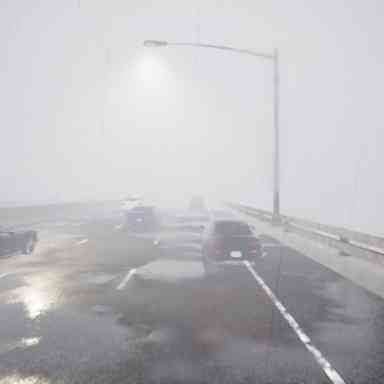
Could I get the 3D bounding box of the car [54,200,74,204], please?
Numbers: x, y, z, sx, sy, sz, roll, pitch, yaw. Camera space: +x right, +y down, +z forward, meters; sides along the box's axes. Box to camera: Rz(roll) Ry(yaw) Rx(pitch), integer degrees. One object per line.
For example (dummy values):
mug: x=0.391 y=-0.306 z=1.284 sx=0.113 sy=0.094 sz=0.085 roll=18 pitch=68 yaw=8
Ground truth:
car: x=-20.226 y=1.973 z=54.433 sx=1.994 sy=1.385 sz=4.181 roll=0 pitch=0 yaw=2

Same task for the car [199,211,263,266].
car: x=1.262 y=1.606 z=11.682 sx=1.812 sy=1.442 sz=4.674 roll=0 pitch=0 yaw=0

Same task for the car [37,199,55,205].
car: x=-23.703 y=1.920 z=54.978 sx=1.837 sy=1.490 sz=4.892 roll=0 pitch=0 yaw=2

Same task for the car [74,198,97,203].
car: x=-16.751 y=1.755 z=53.736 sx=2.097 sy=1.767 sz=4.553 roll=0 pitch=-1 yaw=2

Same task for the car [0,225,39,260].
car: x=-6.871 y=1.674 z=10.738 sx=1.895 sy=1.301 sz=4.718 roll=0 pitch=0 yaw=0

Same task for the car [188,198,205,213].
car: x=0.606 y=1.808 z=42.435 sx=1.837 sy=1.490 sz=4.892 roll=0 pitch=-1 yaw=1

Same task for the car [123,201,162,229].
car: x=-3.245 y=1.639 z=23.174 sx=1.882 sy=1.535 sz=5.008 roll=0 pitch=0 yaw=1

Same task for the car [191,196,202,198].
car: x=0.781 y=1.608 z=52.643 sx=2.150 sy=2.045 sz=5.566 roll=0 pitch=0 yaw=2

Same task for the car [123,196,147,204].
car: x=-6.487 y=1.498 z=38.458 sx=2.150 sy=2.045 sz=5.566 roll=0 pitch=0 yaw=1
